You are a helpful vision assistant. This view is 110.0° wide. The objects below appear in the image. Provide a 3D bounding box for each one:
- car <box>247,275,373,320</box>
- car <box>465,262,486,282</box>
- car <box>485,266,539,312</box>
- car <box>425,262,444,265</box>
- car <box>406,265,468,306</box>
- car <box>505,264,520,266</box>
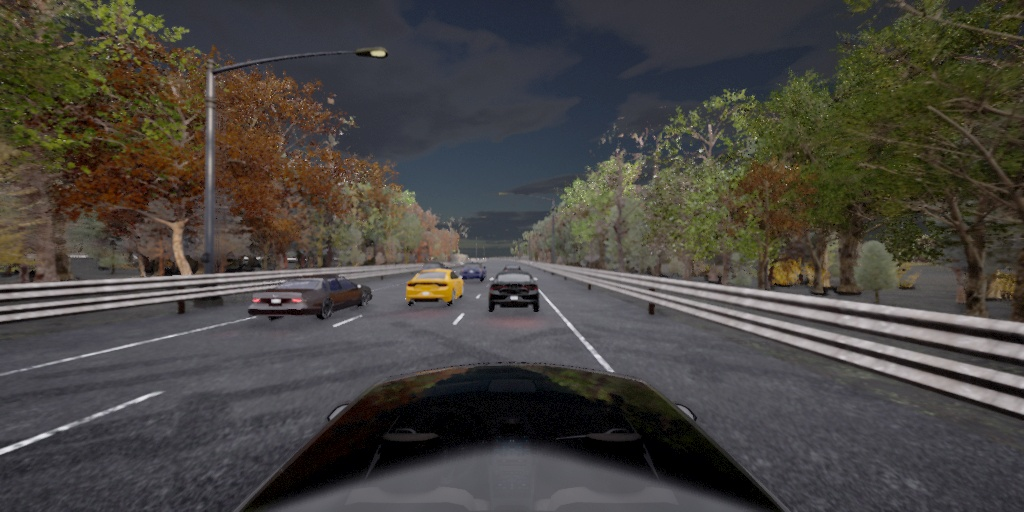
[{"bbox_3d":[-6.922,1.396,13.023,2.033,1.411,5.357,0,-1,0],"label":"car"},{"bbox_3d":[-3.467,1.371,32.784,2.097,1.767,4.553,0,0,0],"label":"car"},{"bbox_3d":[0.073,1.344,15.036,1.882,1.535,5.008,0,-1,0],"label":"car"},{"bbox_3d":[-6.967,1.371,32.779,2.097,1.767,4.553,0,0,0],"label":"car"},{"bbox_3d":[-3.429,1.358,16.724,1.882,1.535,5.008,0,0,0],"label":"car"},{"bbox_3d":[0.033,1.513,33.031,2.128,1.511,4.902,0,0,0],"label":"car"}]
